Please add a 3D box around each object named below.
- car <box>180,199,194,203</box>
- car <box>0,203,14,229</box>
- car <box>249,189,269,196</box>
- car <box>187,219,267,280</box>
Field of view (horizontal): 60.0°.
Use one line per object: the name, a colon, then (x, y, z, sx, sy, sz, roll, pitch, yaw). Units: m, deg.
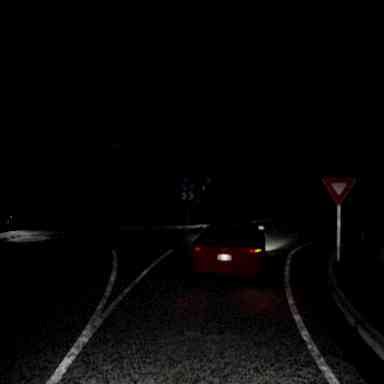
car: (-0.763, 0.815, 51.507, 1.882, 1.535, 5.008, 0, 1, -4)
car: (-11.603, 1.272, 18.741, 1.837, 1.490, 4.892, -3, 3, -42)
car: (19.057, 0.259, 92.778, 4.553, 1.767, 2.185, 0, 1, 0)
car: (1.160, 1.468, 9.807, 1.994, 1.385, 4.181, 0, 1, 11)
